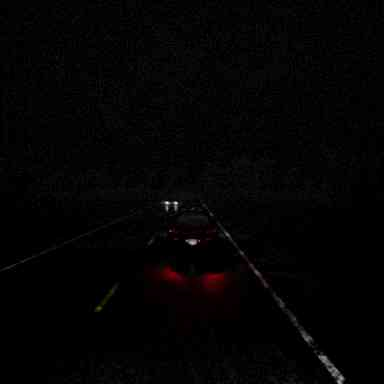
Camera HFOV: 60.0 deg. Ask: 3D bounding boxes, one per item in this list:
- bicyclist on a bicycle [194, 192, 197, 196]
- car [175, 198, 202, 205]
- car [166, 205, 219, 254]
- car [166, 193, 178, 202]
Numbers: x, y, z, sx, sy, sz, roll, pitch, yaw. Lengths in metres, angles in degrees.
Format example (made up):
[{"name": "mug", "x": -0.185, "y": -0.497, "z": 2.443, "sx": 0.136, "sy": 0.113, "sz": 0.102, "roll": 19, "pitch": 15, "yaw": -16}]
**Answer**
[{"name": "bicyclist on a bicycle", "x": 0.932, "y": 0.650, "z": 93.978, "sx": 0.866, "sy": 1.612, "sz": 1.509, "roll": 0, "pitch": 0, "yaw": 0}, {"name": "car", "x": 0.020, "y": 1.322, "z": 25.916, "sx": 2.033, "sy": 1.411, "sz": 5.357, "roll": 0, "pitch": 1, "yaw": 0}, {"name": "car", "x": 0.041, "y": 1.412, "z": 12.884, "sx": 1.812, "sy": 1.442, "sz": 4.674, "roll": 0, "pitch": 0, "yaw": 0}, {"name": "car", "x": -3.562, "y": 0.996, "z": 59.405, "sx": 1.837, "sy": 1.490, "sz": 4.892, "roll": 0, "pitch": 1, "yaw": 1}]
